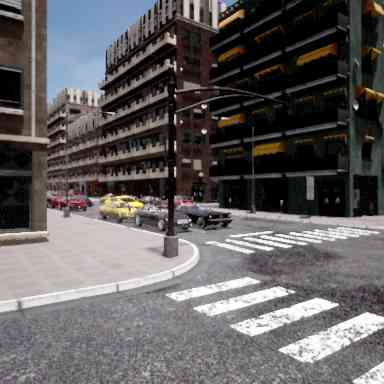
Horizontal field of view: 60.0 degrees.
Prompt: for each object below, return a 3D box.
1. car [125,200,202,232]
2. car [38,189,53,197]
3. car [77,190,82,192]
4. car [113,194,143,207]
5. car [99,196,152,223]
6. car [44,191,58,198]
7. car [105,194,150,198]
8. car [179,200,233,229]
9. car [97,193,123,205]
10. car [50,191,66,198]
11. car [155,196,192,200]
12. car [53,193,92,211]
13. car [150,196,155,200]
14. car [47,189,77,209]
[{"bbox_3d":[-1.728,1.339,18.489,2.008,1.369,4.403,1,0,-36],"label":"car"},{"bbox_3d":[-34.147,0.199,77.461,2.192,1.841,5.009,1,0,-36],"label":"car"},{"bbox_3d":[-21.071,0.499,59.435,2.192,1.841,5.009,1,0,-36],"label":"car"},{"bbox_3d":[-8.000,1.038,41.409,2.008,1.369,4.403,1,0,-36],"label":"car"},{"bbox_3d":[-4.897,1.239,22.858,1.752,1.417,4.829,1,0,-36],"label":"car"},{"bbox_3d":[-30.882,0.504,72.956,1.887,1.381,4.507,1,0,-36],"label":"car"},{"bbox_3d":[-5.871,1.121,28.597,1.882,1.535,5.008,0,1,-36],"label":"car"},{"bbox_3d":[0.300,1.390,20.101,1.895,1.301,4.718,0,1,-36],"label":"car"},{"bbox_3d":[-11.368,0.934,46.054,1.752,1.417,4.829,1,0,-36],"label":"car"},{"bbox_3d":[-27.614,0.585,68.449,2.008,1.369,4.403,1,0,-36],"label":"car"},{"bbox_3d":[-1.461,1.081,32.396,1.967,1.590,4.097,1,0,-36],"label":"car"},{"bbox_3d":[-11.535,1.102,32.009,1.887,1.381,4.507,1,0,-36],"label":"car"},{"bbox_3d":[-4.732,1.115,36.903,2.008,1.369,4.403,1,0,-36],"label":"car"},{"bbox_3d":[-14.799,0.796,36.515,2.192,1.841,5.009,1,0,-36],"label":"car"}]
